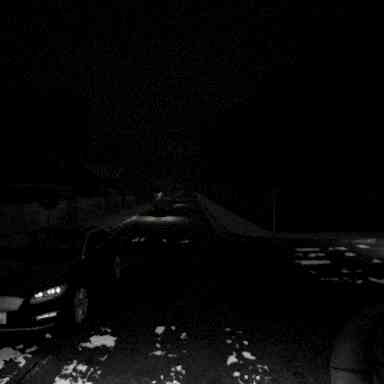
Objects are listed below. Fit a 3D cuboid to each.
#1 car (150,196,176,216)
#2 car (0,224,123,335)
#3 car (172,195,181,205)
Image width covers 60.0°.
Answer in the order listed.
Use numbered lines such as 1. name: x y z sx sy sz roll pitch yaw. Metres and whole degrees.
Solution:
1. car: -2.849 1.424 31.708 1.882 1.535 5.008 0 0 0
2. car: -2.789 1.513 7.121 2.128 1.511 4.902 -1 0 0
3. car: -2.931 1.291 56.162 1.882 1.535 5.008 0 1 0
